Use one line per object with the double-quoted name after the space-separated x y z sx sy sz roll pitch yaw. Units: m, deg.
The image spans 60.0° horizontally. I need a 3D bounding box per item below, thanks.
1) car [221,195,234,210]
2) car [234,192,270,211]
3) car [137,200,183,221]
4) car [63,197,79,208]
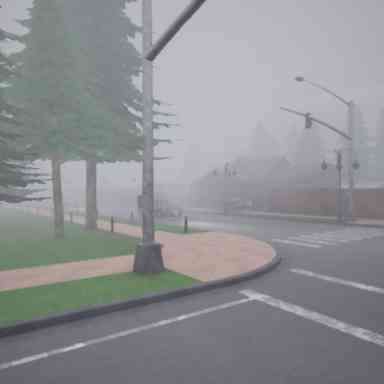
5.235 0.986 37.110 3.866 1.878 1.905 0 0 -37 "car"
7.053 0.981 35.330 4.605 1.855 1.932 0 0 -37 "car"
-2.635 1.387 26.679 2.128 1.511 4.902 0 0 -37 "car"
-17.311 1.393 46.047 2.128 1.511 4.902 0 0 -39 "car"
